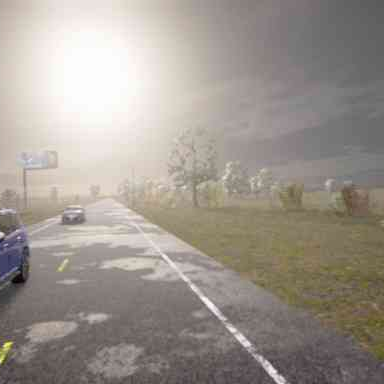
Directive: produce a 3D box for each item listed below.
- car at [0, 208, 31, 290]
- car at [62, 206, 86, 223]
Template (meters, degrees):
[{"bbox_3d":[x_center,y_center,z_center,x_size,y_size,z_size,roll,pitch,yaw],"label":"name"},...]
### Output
[{"bbox_3d":[-5.194,1.430,7.305,2.150,2.045,5.566,-1,-1,-14],"label":"car"},{"bbox_3d":[-11.305,2.090,32.022,2.128,1.511,4.902,-1,-1,-14],"label":"car"}]
